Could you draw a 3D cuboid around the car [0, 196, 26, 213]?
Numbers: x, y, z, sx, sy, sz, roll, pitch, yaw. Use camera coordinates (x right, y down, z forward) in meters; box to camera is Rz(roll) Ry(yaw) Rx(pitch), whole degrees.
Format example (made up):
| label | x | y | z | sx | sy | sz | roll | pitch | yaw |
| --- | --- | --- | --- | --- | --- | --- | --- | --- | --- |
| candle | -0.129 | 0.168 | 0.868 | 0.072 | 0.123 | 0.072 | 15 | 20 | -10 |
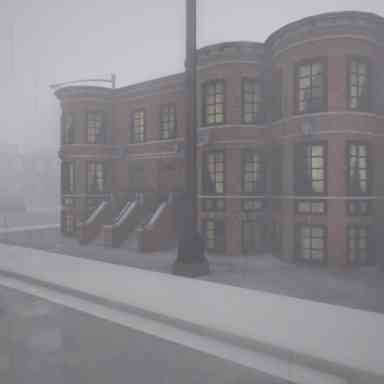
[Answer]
| label | x | y | z | sx | sy | sz | roll | pitch | yaw |
| --- | --- | --- | --- | --- | --- | --- | --- | --- | --- |
| car | -19.492 | 1.341 | 33.797 | 2.097 | 1.767 | 4.553 | 0 | 0 | 35 |
